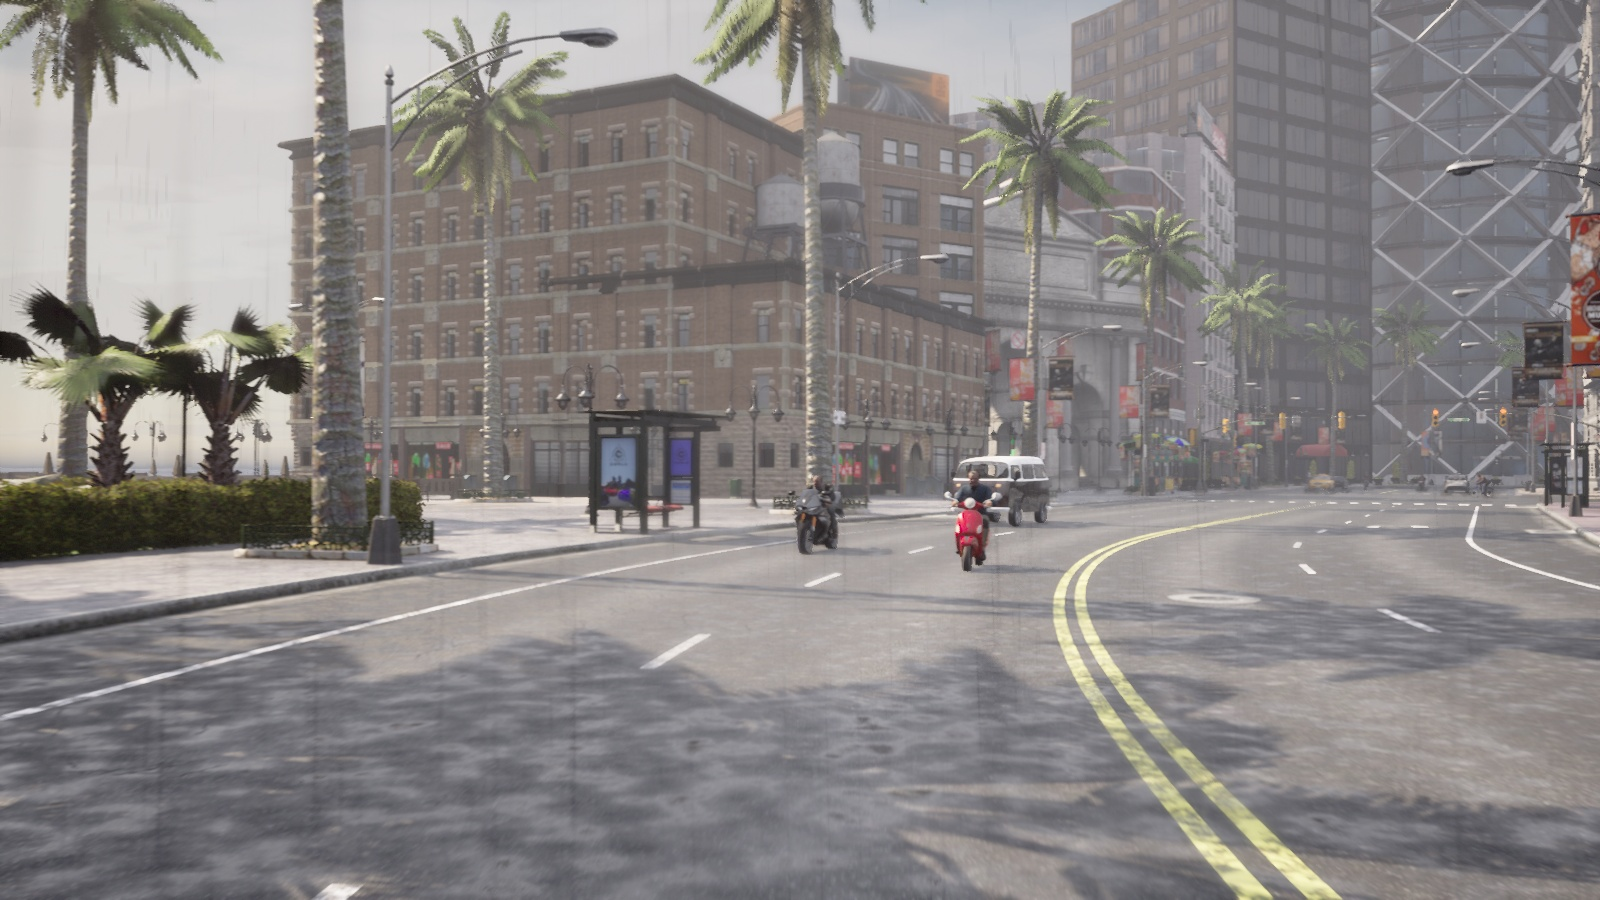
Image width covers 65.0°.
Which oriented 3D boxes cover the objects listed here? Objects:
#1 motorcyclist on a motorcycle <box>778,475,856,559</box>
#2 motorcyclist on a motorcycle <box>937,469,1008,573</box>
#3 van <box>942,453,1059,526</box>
[{"bbox_3d":[0.363,1.255,24.313,0.866,1.530,2.191,0,-1,19],"label":"motorcyclist on a motorcycle"},{"bbox_3d":[2.788,1.095,20.159,0.866,1.590,1.817,0,-1,16],"label":"motorcyclist on a motorcycle"},{"bbox_3d":[6.031,1.140,37.317,2.069,2.038,4.480,-1,-1,28],"label":"van"}]
